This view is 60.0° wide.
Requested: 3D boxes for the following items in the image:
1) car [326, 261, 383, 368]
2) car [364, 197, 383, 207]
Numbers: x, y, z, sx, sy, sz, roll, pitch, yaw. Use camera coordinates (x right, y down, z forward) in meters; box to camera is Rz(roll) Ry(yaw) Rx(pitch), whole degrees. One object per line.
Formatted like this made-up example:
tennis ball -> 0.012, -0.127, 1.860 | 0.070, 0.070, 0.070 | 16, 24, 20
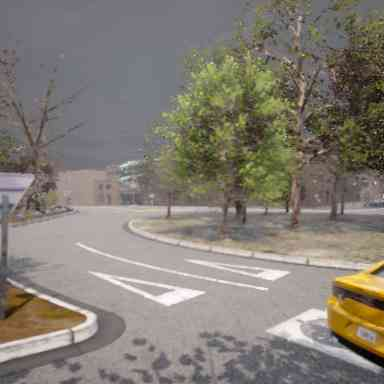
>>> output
car -> 4.335, 1.565, 4.872 | 5.008, 1.535, 1.882 | 1, -1, -23
car -> 38.820, 2.366, 70.129 | 4.553, 1.767, 2.185 | 1, 0, 38
